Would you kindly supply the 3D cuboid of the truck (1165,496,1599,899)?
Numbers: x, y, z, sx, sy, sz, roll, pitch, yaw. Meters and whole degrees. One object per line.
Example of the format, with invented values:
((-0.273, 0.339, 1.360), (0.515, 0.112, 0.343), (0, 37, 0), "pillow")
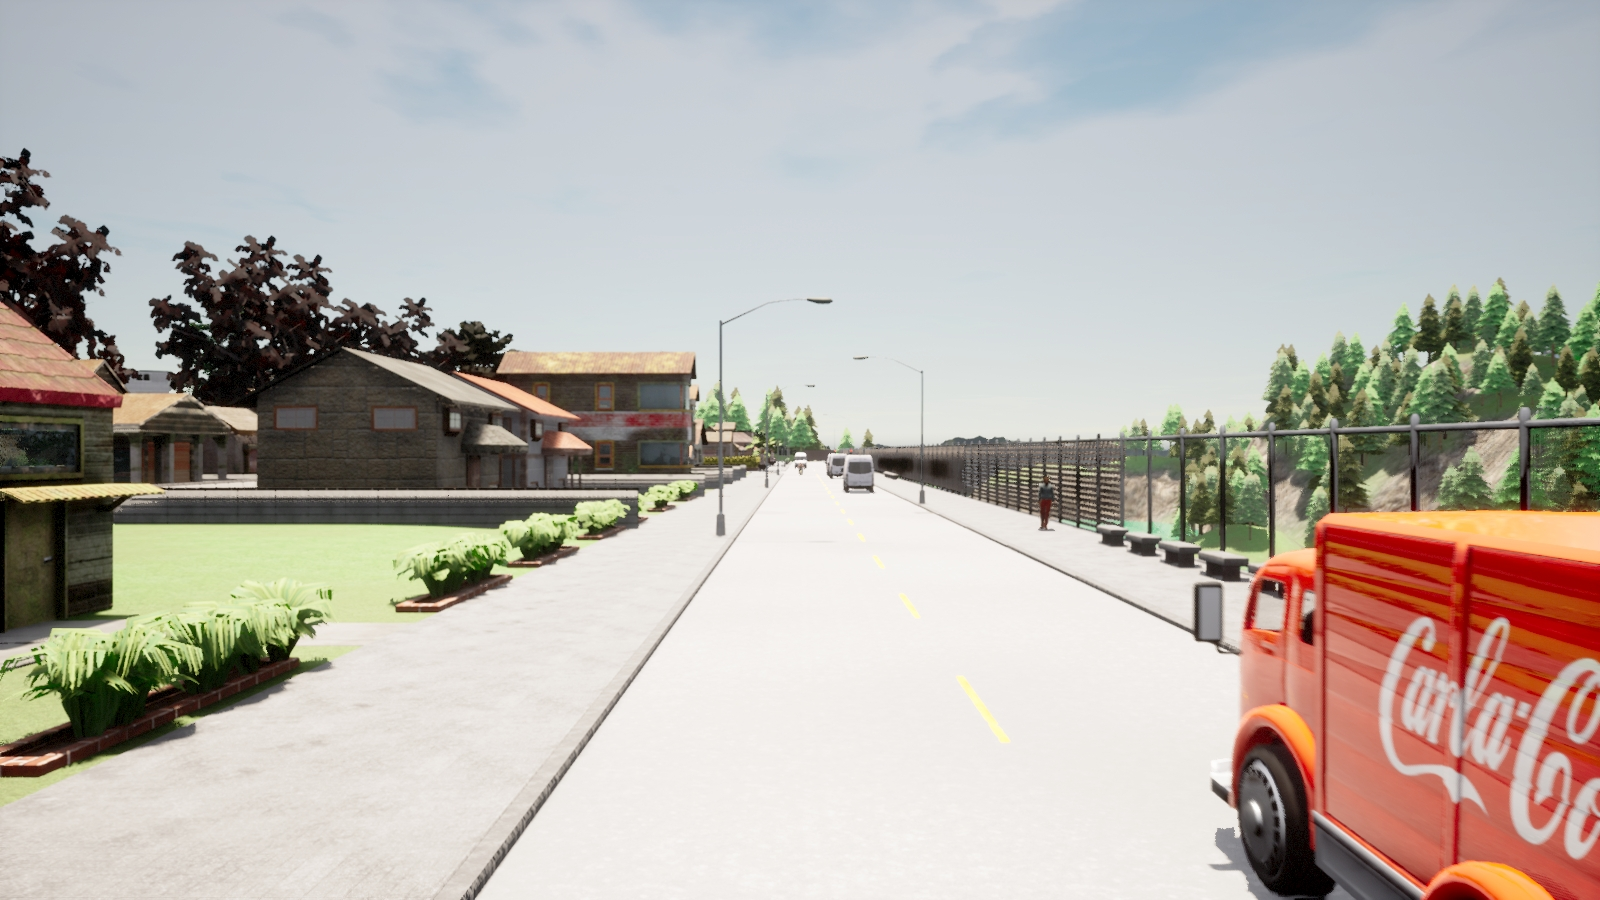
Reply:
((4.016, 1.580, 5.837), (2.627, 2.467, 5.204), (0, 0, 0), "truck")

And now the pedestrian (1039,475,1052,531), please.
((8.337, 1.791, 38.750), (0.375, 1.860, 0.375), (0, 0, 5), "pedestrian")
